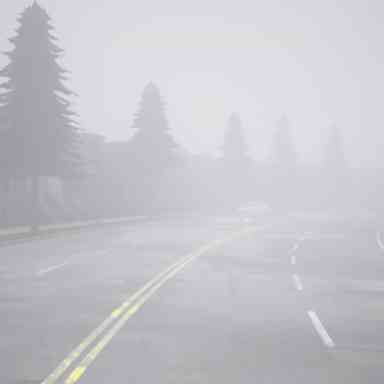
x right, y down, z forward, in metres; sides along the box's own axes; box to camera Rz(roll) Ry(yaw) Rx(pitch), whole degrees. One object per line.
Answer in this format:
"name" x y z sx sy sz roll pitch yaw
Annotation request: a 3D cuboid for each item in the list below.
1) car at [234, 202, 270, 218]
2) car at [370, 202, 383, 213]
"car" 6.122 1.757 33.211 1.812 1.442 4.674 0 -1 43
"car" 25.481 2.005 43.040 5.357 1.411 2.033 1 0 -27
